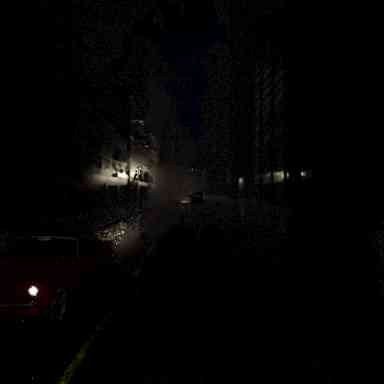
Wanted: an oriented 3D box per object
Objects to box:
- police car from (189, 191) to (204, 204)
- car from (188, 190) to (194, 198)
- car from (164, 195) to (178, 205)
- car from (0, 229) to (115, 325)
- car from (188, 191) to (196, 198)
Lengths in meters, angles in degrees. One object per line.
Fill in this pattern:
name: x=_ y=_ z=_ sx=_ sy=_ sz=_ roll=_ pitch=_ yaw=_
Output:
police car: x=0.884 y=1.079 z=53.202 sx=1.930 sy=1.638 sz=5.238 roll=0 pitch=0 yaw=0
car: x=0.883 y=0.833 z=63.121 sx=2.150 sy=2.045 sz=5.566 roll=0 pitch=0 yaw=0
car: x=-3.089 y=1.146 z=50.193 sx=1.882 sy=1.535 sz=5.008 roll=0 pitch=0 yaw=0
car: x=-3.103 y=1.545 z=7.126 sx=1.895 sy=1.301 sz=4.718 roll=0 pitch=0 yaw=0
car: x=-0.025 y=0.730 z=87.004 sx=2.097 sy=1.767 sz=4.553 roll=0 pitch=0 yaw=0
